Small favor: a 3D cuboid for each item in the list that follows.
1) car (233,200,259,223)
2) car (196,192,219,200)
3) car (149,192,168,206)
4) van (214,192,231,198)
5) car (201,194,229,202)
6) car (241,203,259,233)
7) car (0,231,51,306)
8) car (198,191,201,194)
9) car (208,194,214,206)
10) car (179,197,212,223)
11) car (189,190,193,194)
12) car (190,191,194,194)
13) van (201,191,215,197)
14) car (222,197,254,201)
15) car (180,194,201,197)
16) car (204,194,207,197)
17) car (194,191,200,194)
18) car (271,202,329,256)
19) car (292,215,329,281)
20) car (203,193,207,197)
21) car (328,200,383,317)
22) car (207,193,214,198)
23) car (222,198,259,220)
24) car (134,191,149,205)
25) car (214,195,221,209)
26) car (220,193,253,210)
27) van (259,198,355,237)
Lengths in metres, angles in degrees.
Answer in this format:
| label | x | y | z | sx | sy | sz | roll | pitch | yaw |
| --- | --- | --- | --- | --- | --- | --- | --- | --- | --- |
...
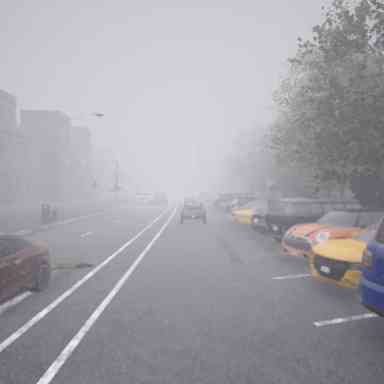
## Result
| label | x | y | z | sx | sy | sz | roll | pitch | yaw |
| --- | --- | --- | --- | --- | --- | --- | --- | --- | --- |
| car | 5.474 | 1.436 | 20.155 | 5.366 | 1.575 | 1.946 | 1 | 0 | -20 |
| car | 3.473 | 0.886 | 73.477 | 4.553 | 1.767 | 2.185 | 1 | 0 | -24 |
| car | -4.806 | 0.958 | 50.155 | 2.150 | 2.045 | 5.566 | 0 | 1 | -2 |
| van | 5.234 | 1.103 | 37.964 | 4.442 | 1.987 | 1.878 | 1 | 0 | -21 |
| car | 4.234 | 1.151 | 61.626 | 4.674 | 1.452 | 2.002 | 1 | 1 | -23 |
| car | 5.324 | 1.479 | 17.140 | 4.792 | 1.488 | 2.163 | 1 | 0 | -20 |
| car | -4.247 | 1.519 | 6.189 | 1.812 | 1.442 | 4.674 | 0 | 0 | 0 |
| car | 4.215 | 1.133 | 58.586 | 5.366 | 1.575 | 1.946 | 1 | 1 | -23 |
| car | 5.048 | 1.304 | 40.890 | 5.008 | 1.535 | 2.097 | 1 | 0 | -22 |
| car | 0.074 | 1.421 | 24.605 | 2.128 | 1.511 | 4.902 | 0 | 0 | 0 |
| car | 2.575 | 0.927 | 85.337 | 5.008 | 1.535 | 2.097 | 1 | 0 | -25 |
| car | 2.801 | 0.976 | 82.362 | 4.792 | 1.488 | 2.163 | 1 | 1 | -25 |
| van | 4.423 | 0.939 | 55.642 | 4.442 | 1.987 | 1.878 | 1 | 1 | -23 |
| car | 5.291 | 1.409 | 26.033 | 4.892 | 1.521 | 2.231 | 1 | 1 | -20 |
| car | -0.256 | 1.347 | 43.170 | 2.033 | 1.411 | 5.357 | 0 | 0 | -1 |
| car | 4.750 | 1.264 | 49.773 | 4.674 | 1.452 | 2.002 | 0 | 1 | -22 |
| car | 3.921 | 0.808 | 67.571 | 5.566 | 2.045 | 2.435 | 1 | 0 | -24 |
| car | 5.327 | 1.342 | 11.211 | 4.553 | 1.767 | 2.185 | 1 | 0 | -20 |
| car | 5.305 | 1.475 | 8.237 | 5.008 | 1.535 | 2.097 | 1 | 0 | -20 |
| car | 4.654 | 1.235 | 52.726 | 4.674 | 1.452 | 2.002 | 1 | 0 | -23 |
| car | 5.328 | 1.229 | 5.292 | 5.566 | 2.045 | 2.435 | 1 | 0 | -20 |
| car | 5.147 | 1.278 | 43.927 | 5.366 | 1.575 | 1.946 | 1 | 0 | -22 |
| car | 5.123 | 1.418 | 22.996 | 5.366 | 1.575 | 1.946 | 1 | 1 | -20 |
| car | -7.685 | 0.940 | 52.420 | 2.150 | 2.045 | 5.566 | 0 | 0 | -2 |
| car | 5.183 | 1.390 | 34.947 | 4.674 | 1.452 | 2.002 | 1 | 1 | -21 |
| car | 5.234 | 1.264 | 28.995 | 4.553 | 1.767 | 2.185 | 1 | 0 | -21 |
| van | 5.405 | 1.234 | 14.210 | 4.442 | 1.987 | 1.878 | 1 | 0 | -20 |
